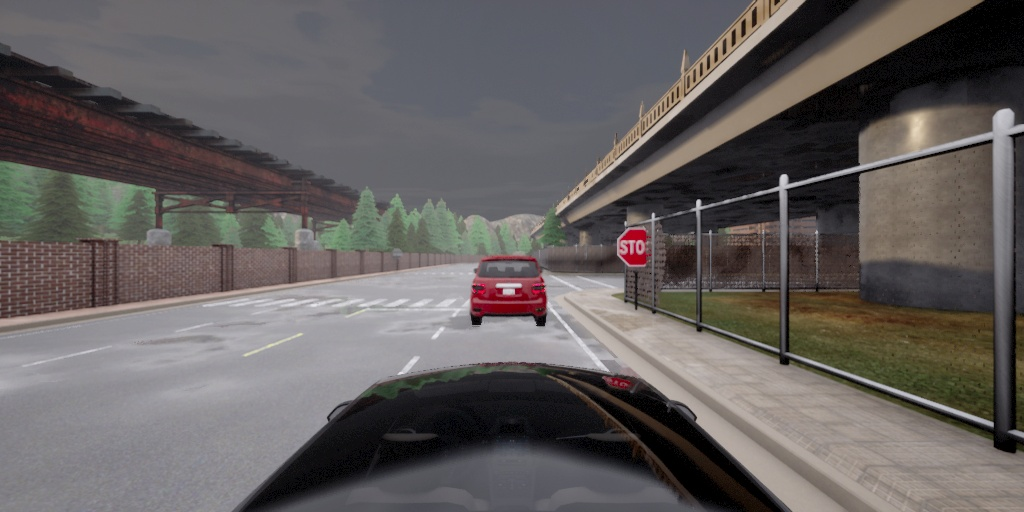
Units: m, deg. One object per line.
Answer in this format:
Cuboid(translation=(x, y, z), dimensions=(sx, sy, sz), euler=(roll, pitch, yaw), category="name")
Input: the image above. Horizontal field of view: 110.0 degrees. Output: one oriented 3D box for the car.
Cuboid(translation=(-0.115, 0.994, 11.871), dimensions=(2.150, 2.045, 5.566), euler=(0, 0, -1), category="car")
